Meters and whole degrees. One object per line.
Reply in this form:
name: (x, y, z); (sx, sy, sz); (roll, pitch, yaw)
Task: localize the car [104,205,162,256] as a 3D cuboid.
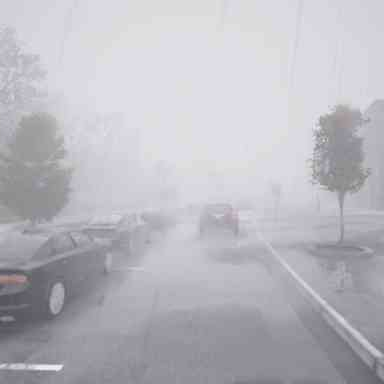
car: (-2.894, 1.507, 13.250); (2.231, 1.521, 4.892); (0, 0, 6)

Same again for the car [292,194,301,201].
car: (26.789, 1.557, 90.603); (2.435, 2.045, 5.566); (-3, -1, 34)

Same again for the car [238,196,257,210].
car: (6.855, 1.575, 42.871); (1.994, 1.385, 4.181); (-1, 0, 17)

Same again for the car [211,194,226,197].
car: (3.787, 1.289, 46.105); (2.435, 2.045, 5.566); (-3, -1, 18)

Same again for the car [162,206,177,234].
car: (-2.164, 1.509, 19.535); (2.097, 1.535, 5.008); (0, 0, 8)

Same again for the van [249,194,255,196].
van: (9.839, 1.357, 61.834); (1.878, 1.987, 4.442); (-3, -1, 22)

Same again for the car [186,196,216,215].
car: (0.751, 1.534, 35.308); (2.231, 1.521, 4.892); (-3, -1, 15)

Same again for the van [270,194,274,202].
van: (17.533, 1.452, 76.723); (1.878, 1.987, 4.442); (-3, -1, 28)

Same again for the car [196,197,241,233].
car: (1.679, 1.365, 19.787); (2.097, 1.767, 4.553); (0, 0, 7)

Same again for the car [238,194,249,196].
car: (7.684, 1.558, 56.753); (1.946, 1.575, 5.366); (-3, -1, 23)

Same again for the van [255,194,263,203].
van: (12.237, 1.383, 66.888); (1.878, 1.987, 4.442); (-3, -1, 27)

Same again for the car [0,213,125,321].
car: (-3.296, 1.516, 7.554); (2.097, 1.535, 5.008); (-1, 0, 4)

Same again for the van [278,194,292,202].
van: (23.571, 1.538, 86.139); (1.878, 1.987, 4.442); (-3, -1, 33)

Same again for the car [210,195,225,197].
car: (2.176, 1.538, 40.715); (2.231, 1.521, 4.892); (-3, -1, 15)

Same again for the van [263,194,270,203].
van: (14.807, 1.415, 71.854); (1.878, 1.987, 4.442); (-3, -1, 27)
